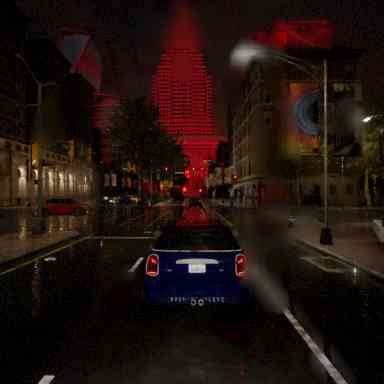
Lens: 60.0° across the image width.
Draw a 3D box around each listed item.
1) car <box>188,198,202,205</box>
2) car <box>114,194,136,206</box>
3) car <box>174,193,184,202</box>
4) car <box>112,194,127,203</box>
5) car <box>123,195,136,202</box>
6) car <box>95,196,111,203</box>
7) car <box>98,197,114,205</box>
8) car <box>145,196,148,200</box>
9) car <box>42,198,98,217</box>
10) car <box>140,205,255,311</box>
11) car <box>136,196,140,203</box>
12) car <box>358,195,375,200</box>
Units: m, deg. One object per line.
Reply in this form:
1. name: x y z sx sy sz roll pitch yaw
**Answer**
1. car: 0.451 1.547 50.214 2.033 1.411 5.357 0 0 -2
2. car: -11.356 1.526 56.764 1.812 1.442 4.674 0 0 0
3. car: -3.179 1.225 80.089 2.150 2.045 5.566 0 0 0
4. car: -14.729 1.352 68.050 2.097 1.767 4.553 0 0 0
5. car: -14.686 1.525 78.451 2.128 1.511 4.902 0 0 0
6. car: -17.980 1.595 67.444 1.895 1.301 4.718 0 0 0
7. car: -14.846 1.547 57.940 2.033 1.411 5.357 0 0 1
8. car: -11.197 1.553 75.785 1.994 1.385 4.181 0 0 0
9. car: -11.380 1.352 30.420 4.553 1.767 2.097 0 0 0
10. car: 0.105 1.352 7.923 2.097 1.767 4.553 0 0 0
11. car: -11.266 1.478 65.912 1.882 1.535 5.008 0 0 1
12. car: 34.720 1.481 68.626 2.231 1.521 4.892 0 0 0
